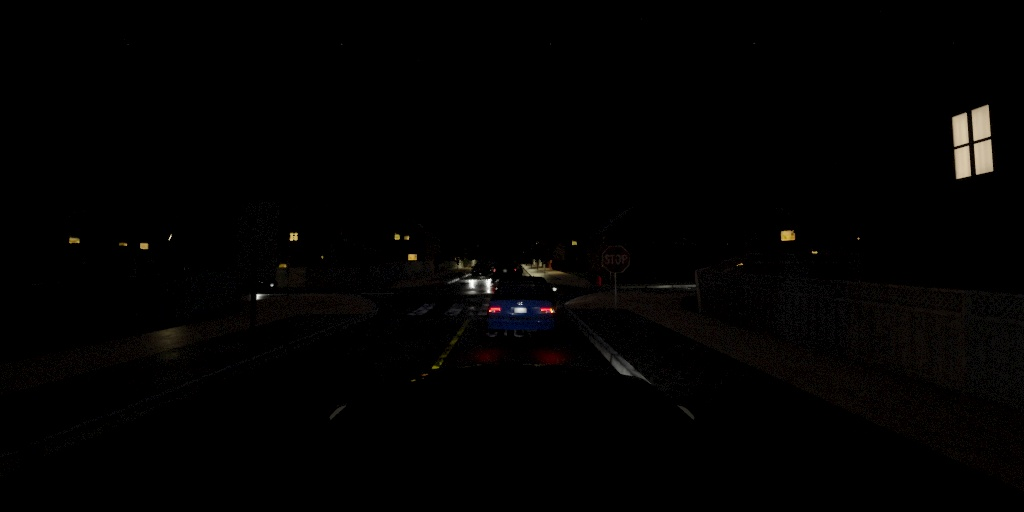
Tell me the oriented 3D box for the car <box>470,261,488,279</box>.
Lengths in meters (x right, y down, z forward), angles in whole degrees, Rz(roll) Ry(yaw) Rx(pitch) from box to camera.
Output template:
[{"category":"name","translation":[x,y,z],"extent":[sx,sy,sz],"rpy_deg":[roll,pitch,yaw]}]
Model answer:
[{"category":"car","translation":[-2.802,1.333,34.147],"extent":[1.837,1.490,4.892],"rpy_deg":[0,0,0]}]

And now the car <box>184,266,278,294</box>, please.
[{"category":"car","translation":[-14.381,1.211,17.957],"extent":[4.892,1.490,1.837],"rpy_deg":[0,-3,2]}]

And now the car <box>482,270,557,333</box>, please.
[{"category":"car","translation":[0.382,1.310,10.815],"extent":[2.033,1.411,5.357],"rpy_deg":[0,0,4]}]

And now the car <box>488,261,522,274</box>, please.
[{"category":"car","translation":[-0.326,1.156,28.815],"extent":[2.097,1.767,4.553],"rpy_deg":[0,0,5]}]

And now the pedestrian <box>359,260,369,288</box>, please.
[{"category":"pedestrian","translation":[-9.785,1.148,23.647],"extent":[0.375,1.860,0.375],"rpy_deg":[0,-3,-1]}]

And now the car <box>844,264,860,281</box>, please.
[{"category":"car","translation":[24.787,1.283,26.627],"extent":[4.892,1.490,1.837],"rpy_deg":[0,-3,-19]}]
